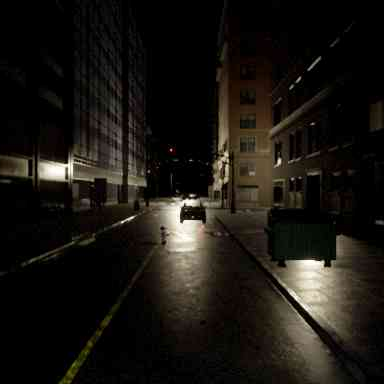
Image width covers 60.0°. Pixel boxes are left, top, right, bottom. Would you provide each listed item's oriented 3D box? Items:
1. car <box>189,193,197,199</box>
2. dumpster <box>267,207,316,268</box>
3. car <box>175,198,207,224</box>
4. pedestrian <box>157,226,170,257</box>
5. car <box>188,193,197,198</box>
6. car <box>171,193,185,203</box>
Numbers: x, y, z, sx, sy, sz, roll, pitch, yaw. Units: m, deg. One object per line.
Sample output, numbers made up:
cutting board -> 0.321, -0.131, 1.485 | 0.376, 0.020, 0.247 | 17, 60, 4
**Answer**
car -> 0.169, 1.059, 91.451 | 2.097, 1.767, 4.553 | 0, 0, 0
dumpster -> 3.155, 1.389, 10.777 | 1.020, 1.700, 1.940 | 0, 0, 0
car -> 0.091, 1.472, 24.565 | 2.128, 1.511, 4.902 | 0, 0, 1
pedestrian -> -0.949, 1.666, 11.428 | 0.500, 1.100, 0.500 | 0, 0, -10
car -> 0.150, 1.405, 81.061 | 2.128, 1.511, 4.902 | 0, 0, 0
car -> -2.908, 1.439, 65.727 | 1.812, 1.442, 4.674 | 0, 0, 1
